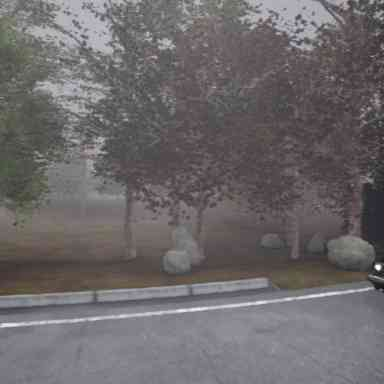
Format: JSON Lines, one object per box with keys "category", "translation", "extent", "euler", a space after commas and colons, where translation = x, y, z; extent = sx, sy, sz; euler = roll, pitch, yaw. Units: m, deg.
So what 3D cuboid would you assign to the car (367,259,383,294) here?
{"category": "car", "translation": [5.946, 1.625, 6.727], "extent": [4.718, 1.301, 1.895], "euler": [1, 0, -22]}
